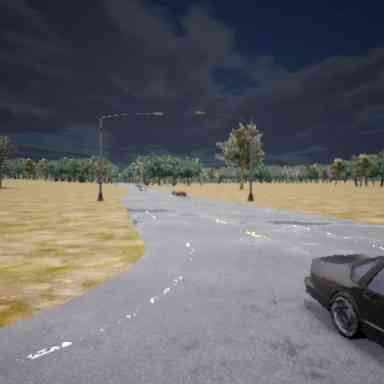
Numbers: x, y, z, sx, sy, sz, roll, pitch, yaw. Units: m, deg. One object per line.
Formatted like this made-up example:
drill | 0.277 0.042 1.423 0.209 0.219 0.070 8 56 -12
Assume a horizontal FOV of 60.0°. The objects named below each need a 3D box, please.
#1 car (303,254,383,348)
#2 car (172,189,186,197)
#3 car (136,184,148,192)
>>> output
car | 3.489 1.551 3.979 2.033 1.411 5.357 -1 2 -13
car | -2.361 0.104 58.407 1.895 1.301 4.718 0 2 -14
car | -12.598 -0.902 85.915 2.128 1.511 4.902 0 2 -14
